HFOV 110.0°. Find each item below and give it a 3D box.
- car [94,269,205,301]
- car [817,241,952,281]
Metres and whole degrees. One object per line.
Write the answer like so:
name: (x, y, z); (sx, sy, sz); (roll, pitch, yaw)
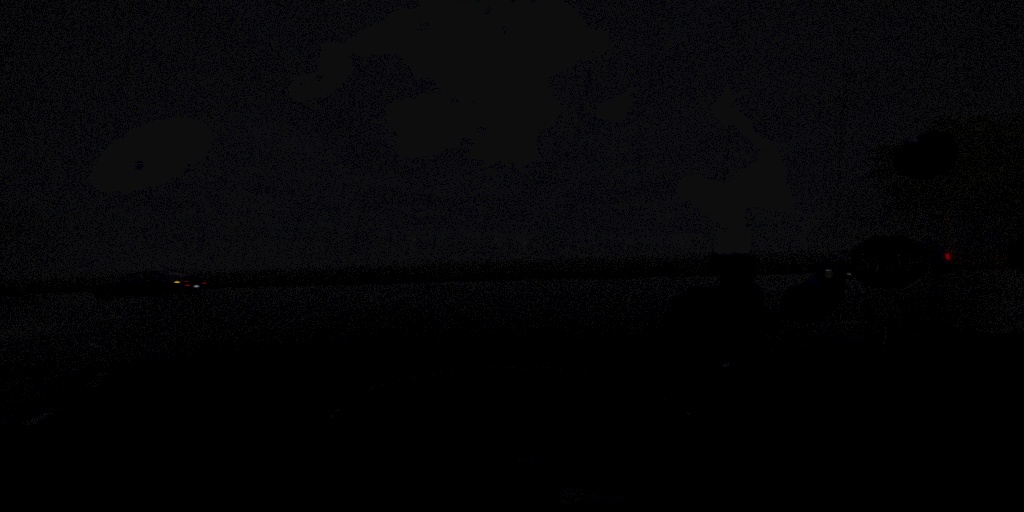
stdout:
car: (-18.686, 1.439, 18.609); (4.674, 1.442, 1.812); (-2, 3, 0)
car: (19.293, 0.298, 18.702); (5.566, 2.045, 2.150); (-3, 3, 0)
